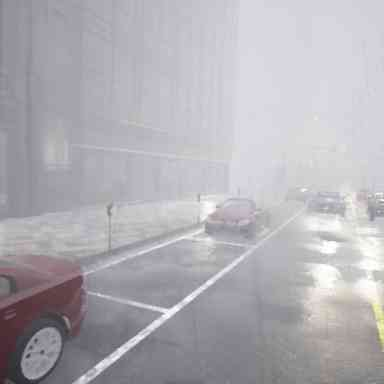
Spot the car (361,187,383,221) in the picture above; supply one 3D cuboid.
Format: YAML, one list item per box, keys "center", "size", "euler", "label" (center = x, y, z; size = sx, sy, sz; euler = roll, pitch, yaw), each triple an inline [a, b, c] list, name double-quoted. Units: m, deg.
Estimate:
- center: [10.779, 0.759, 18.383]
  size: [2.128, 1.511, 4.902]
  euler: [4, 4, 25]
  label: "car"

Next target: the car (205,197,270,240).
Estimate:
- center: [1.915, 0.865, 12.805]
  size: [1.802, 1.307, 4.206]
  euler: [3, 4, 25]
  label: "car"

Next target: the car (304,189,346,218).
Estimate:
- center: [8.135, 0.644, 19.925]
  size: [1.994, 1.385, 4.181]
  euler: [4, 4, 25]
  label: "car"

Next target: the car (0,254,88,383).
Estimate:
- center: [-2.808, 1.267, 2.550]
  size: [1.887, 1.381, 4.507]
  euler: [3, 4, 25]
  label: "car"

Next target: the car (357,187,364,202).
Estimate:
- center: [17.296, 0.208, 32.544]
  size: [1.994, 1.385, 4.181]
  euler: [4, 4, 25]
  label: "car"

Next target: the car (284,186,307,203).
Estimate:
- center: [9.004, 0.180, 28.184]
  size: [1.947, 1.339, 4.313]
  euler: [3, 4, 25]
  label: "car"
